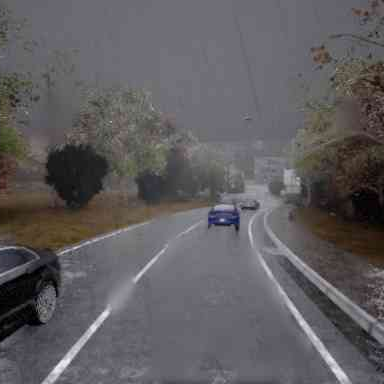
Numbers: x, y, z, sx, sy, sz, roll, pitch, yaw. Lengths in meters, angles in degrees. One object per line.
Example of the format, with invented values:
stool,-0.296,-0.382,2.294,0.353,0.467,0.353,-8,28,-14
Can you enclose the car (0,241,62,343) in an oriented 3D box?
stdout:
car,-3.395,1.466,4.223,2.128,1.511,4.902,0,0,3

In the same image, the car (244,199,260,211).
car,7.405,1.584,42.105,1.994,1.385,4.181,2,0,17

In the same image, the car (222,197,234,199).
car,5.031,1.429,46.866,1.837,1.490,4.892,2,0,18

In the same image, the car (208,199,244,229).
car,2.161,1.462,21.500,1.882,1.535,5.008,1,0,10
